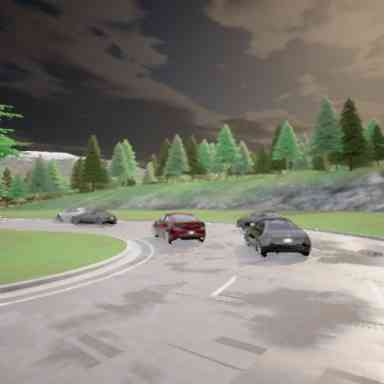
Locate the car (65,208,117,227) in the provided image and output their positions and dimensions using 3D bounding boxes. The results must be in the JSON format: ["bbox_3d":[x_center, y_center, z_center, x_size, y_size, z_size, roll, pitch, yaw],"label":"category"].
[{"bbox_3d":[-8.770,2.304,29.755,4.181,1.385,1.994,-1,-1,24],"label":"car"}]

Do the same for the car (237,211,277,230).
[{"bbox_3d":[4.810,1.967,22.431,1.994,1.385,4.181,0,-1,-25],"label":"car"}]

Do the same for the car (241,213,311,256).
[{"bbox_3d":[3.547,1.818,14.355,1.994,1.385,4.181,-1,-1,0],"label":"car"}]

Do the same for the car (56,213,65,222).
[{"bbox_3d":[-12.189,2.423,35.135,4.674,1.442,1.812,-1,-1,25],"label":"car"}]

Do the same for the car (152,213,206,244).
[{"bbox_3d":[-0.847,1.874,18.327,1.882,1.535,5.008,1,-2,-19],"label":"car"}]
